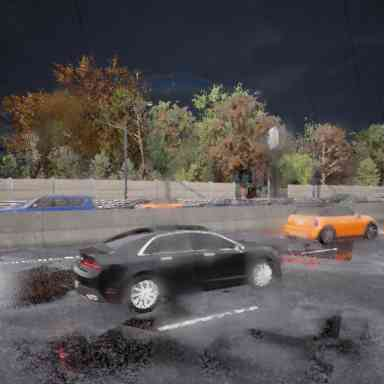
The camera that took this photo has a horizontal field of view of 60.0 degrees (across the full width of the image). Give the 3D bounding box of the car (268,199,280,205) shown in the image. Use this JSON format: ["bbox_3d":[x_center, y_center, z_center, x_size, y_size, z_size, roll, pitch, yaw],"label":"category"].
[{"bbox_3d":[12.106,1.547,43.341,5.357,1.411,2.033,0,0,-30],"label":"car"}]

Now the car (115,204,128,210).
[{"bbox_3d":[-5.216,1.504,33.212,4.892,1.490,1.837,0,0,-30],"label":"car"}]

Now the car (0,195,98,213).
[{"bbox_3d":[-8.289,1.222,19.254,5.566,2.045,2.150,0,0,-30],"label":"car"}]

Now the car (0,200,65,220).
[{"bbox_3d":[-13.590,1.478,28.322,5.008,1.535,1.882,0,0,-30],"label":"car"}]

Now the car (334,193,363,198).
[{"bbox_3d":[22.007,1.355,45.076,4.553,1.767,2.097,0,0,-30],"label":"car"}]

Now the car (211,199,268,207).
[{"bbox_3d":[5.080,1.546,35.182,5.357,1.411,2.033,0,0,-31],"label":"car"}]

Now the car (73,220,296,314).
[{"bbox_3d":[-0.120,1.504,7.585,4.892,1.490,1.837,0,0,-30],"label":"car"}]

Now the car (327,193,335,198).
[{"bbox_3d":[21.033,1.225,48.557,5.566,2.045,2.150,0,0,-30],"label":"car"}]

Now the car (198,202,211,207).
[{"bbox_3d":[3.222,1.546,38.156,5.357,1.411,2.033,0,0,-30],"label":"car"}]

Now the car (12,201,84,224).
[{"bbox_3d":[-11.098,1.492,25.722,4.902,1.511,2.128,0,0,-30],"label":"car"}]

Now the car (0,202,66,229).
[{"bbox_3d":[-11.048,1.478,21.697,5.008,1.535,1.882,0,0,-30],"label":"car"}]

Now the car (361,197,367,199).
[{"bbox_3d":[23.752,1.603,42.042,4.718,1.301,1.895,0,0,-30],"label":"car"}]

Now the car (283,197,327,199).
[{"bbox_3d":[13.487,1.490,40.096,4.902,1.511,2.128,0,0,-30],"label":"car"}]

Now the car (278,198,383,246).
[{"bbox_3d":[6.542,1.350,15.532,4.553,1.767,2.097,0,0,-30],"label":"car"}]

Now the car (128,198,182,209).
[{"bbox_3d":[-3.112,1.351,30.391,4.553,1.767,2.097,0,0,-30],"label":"car"}]
